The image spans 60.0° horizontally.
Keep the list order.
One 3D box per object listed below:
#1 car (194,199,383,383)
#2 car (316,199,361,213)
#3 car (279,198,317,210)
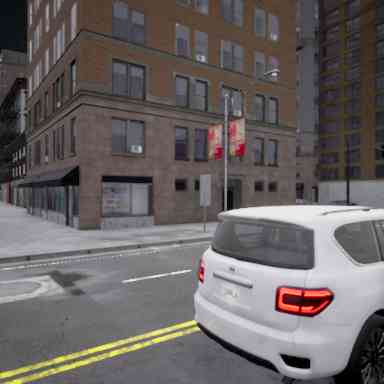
[{"bbox_3d":[2.645,1.220,5.311,5.566,2.045,2.150,0,0,-35],"label":"car"},{"bbox_3d":[16.982,1.581,38.728,1.947,1.339,4.313,0,0,-35],"label":"car"},{"bbox_3d":[13.732,1.566,43.364,2.008,1.369,4.403,0,0,-35],"label":"car"}]
